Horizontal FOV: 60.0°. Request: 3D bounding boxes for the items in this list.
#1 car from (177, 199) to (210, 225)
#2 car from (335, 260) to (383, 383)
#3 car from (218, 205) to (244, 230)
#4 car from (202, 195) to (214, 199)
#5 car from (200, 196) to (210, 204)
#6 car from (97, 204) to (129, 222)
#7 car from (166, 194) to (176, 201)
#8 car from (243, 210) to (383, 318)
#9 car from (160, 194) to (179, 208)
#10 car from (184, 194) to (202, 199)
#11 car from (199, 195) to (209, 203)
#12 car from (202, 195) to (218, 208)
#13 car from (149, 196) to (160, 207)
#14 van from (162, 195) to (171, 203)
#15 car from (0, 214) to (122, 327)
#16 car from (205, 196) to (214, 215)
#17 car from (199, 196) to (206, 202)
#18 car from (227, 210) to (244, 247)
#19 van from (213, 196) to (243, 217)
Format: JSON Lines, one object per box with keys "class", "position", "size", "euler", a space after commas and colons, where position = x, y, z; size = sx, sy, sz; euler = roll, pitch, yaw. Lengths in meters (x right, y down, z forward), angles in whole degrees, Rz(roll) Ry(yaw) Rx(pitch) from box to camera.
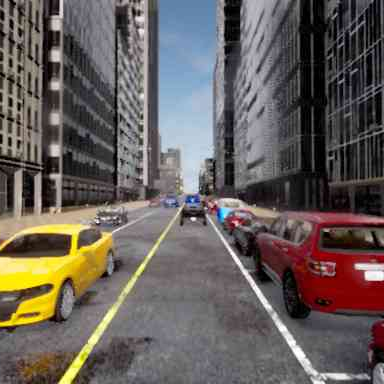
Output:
{"class": "car", "position": [0.090, 1.556, 24.753], "size": [1.837, 1.490, 4.892], "euler": [0, 0, 0]}
{"class": "car", "position": [2.703, 1.549, 1.744], "size": [1.887, 1.381, 4.507], "euler": [1, 0, 0]}
{"class": "car", "position": [2.697, 1.620, 18.476], "size": [1.802, 1.307, 4.206], "euler": [1, 0, 0]}
{"class": "car", "position": [2.693, 1.400, 40.785], "size": [2.192, 1.841, 5.009], "euler": [1, 0, 0]}
{"class": "car", "position": [2.681, 1.586, 68.670], "size": [1.967, 1.590, 4.097], "euler": [1, 0, 0]}
{"class": "car", "position": [-5.685, 1.600, 23.960], "size": [2.008, 1.369, 4.403], "euler": [1, 0, 0]}
{"class": "car", "position": [-5.672, 1.511, 90.862], "size": [2.192, 1.841, 5.009], "euler": [1, 0, 0]}
{"class": "car", "position": [2.706, 1.330, 7.322], "size": [2.192, 1.841, 5.009], "euler": [1, 0, 0]}
{"class": "car", "position": [-3.088, 1.328, 50.056], "size": [2.150, 2.045, 5.566], "euler": [0, 0, 0]}
{"class": "car", "position": [0.084, 1.317, 46.439], "size": [2.150, 2.045, 5.566], "euler": [0, 0, 0]}
{"class": "car", "position": [2.679, 1.598, 74.248], "size": [1.967, 1.590, 4.097], "euler": [1, 0, 0]}
{"class": "car", "position": [2.689, 1.424, 51.940], "size": [2.192, 1.841, 5.009], "euler": [1, 0, 0]}
{"class": "car", "position": [-5.696, 1.690, 51.836], "size": [1.802, 1.307, 4.206], "euler": [1, 0, 0]}
{"class": "van", "position": [-5.709, 1.499, 74.137], "size": [1.690, 1.788, 3.998], "euler": [1, 0, 0]}
{"class": "car", "position": [-3.102, 1.493, 7.437], "size": [1.882, 1.535, 5.008], "euler": [0, 0, 0]}
{"class": "car", "position": [2.693, 1.513, 35.207], "size": [1.967, 1.590, 4.097], "euler": [1, 0, 0]}
{"class": "car", "position": [2.673, 1.709, 85.572], "size": [1.752, 1.417, 4.829], "euler": [1, 0, 0]}
{"class": "car", "position": [2.699, 1.592, 12.899], "size": [1.947, 1.339, 4.313], "euler": [1, 0, 0]}
{"class": "van", "position": [2.699, 1.390, 24.053], "size": [1.690, 1.788, 3.998], "euler": [1, 0, 0]}
